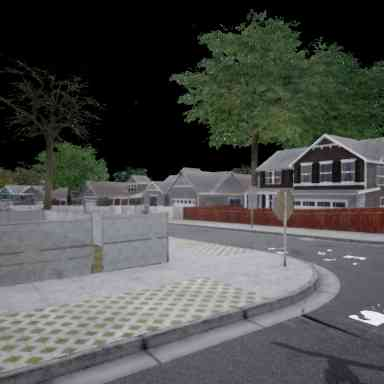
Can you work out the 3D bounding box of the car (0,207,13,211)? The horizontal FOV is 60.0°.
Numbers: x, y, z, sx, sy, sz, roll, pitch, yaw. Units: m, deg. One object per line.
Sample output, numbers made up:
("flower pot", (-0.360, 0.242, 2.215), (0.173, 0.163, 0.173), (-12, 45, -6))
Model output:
("car", (-41.646, 3.930, 73.771), (5.357, 1.411, 2.033), (-2, -2, 40))
